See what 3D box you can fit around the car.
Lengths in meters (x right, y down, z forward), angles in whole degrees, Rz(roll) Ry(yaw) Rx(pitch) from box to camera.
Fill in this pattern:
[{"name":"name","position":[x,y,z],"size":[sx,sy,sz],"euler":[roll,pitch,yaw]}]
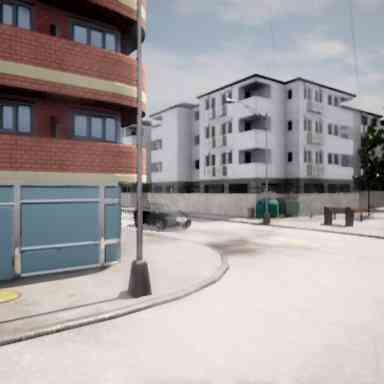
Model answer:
[{"name":"car","position":[-1.946,1.460,20.433],"size":[2.128,1.511,4.902],"euler":[0,0,-35]}]
